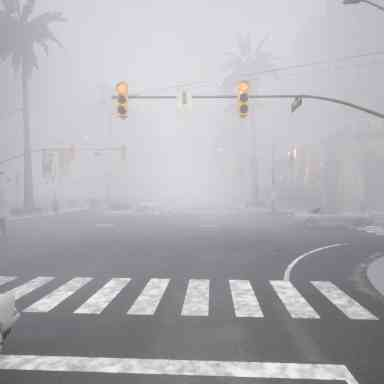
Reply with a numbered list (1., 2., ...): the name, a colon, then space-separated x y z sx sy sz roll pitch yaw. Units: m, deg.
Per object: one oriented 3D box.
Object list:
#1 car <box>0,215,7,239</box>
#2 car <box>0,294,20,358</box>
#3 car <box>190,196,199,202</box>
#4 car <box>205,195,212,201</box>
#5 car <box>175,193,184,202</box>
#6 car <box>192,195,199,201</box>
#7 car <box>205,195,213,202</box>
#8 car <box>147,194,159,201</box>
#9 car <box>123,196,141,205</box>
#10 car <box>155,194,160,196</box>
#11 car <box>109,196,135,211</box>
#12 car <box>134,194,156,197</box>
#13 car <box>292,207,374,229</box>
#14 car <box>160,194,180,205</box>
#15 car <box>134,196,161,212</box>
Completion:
1. car: -9.948 1.477 13.983 1.882 1.535 5.008 0 0 3
2. car: -3.436 1.601 2.542 1.895 1.301 4.718 0 0 3
3. car: 0.513 1.539 77.923 2.033 1.411 5.357 0 0 2
4. car: 4.441 1.492 88.180 1.837 1.490 4.892 0 0 2
5. car: -3.089 1.220 75.901 2.150 2.045 5.566 0 0 3
6. car: 0.945 1.587 88.355 1.895 1.301 4.718 0 0 2
7. car: 4.007 1.537 77.722 2.033 1.411 5.357 0 0 2
8. car: -9.447 1.354 81.472 2.185 1.767 4.553 0 0 2
9. car: -10.662 1.513 59.574 2.161 1.482 4.786 0 0 2
10. car: -6.893 1.500 70.294 1.837 1.490 4.892 0 0 3
11. car: -8.571 1.564 40.351 1.994 1.385 4.181 0 0 3
12. car: -7.804 1.547 54.840 2.033 1.411 5.357 0 0 3
13. car: 8.918 1.601 21.316 4.718 1.301 1.895 0 0 11
14. car: -4.004 1.547 60.207 2.033 1.411 5.357 0 0 3
15. car: -5.077 1.525 38.670 1.812 1.442 4.674 0 0 1
